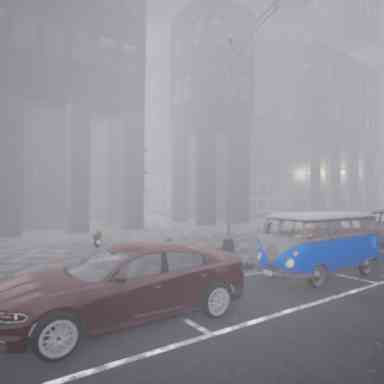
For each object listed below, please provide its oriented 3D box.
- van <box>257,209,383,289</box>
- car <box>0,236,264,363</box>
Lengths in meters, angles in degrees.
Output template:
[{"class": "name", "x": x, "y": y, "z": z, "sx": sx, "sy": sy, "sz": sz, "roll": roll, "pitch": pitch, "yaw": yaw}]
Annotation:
[{"class": "van", "x": 3.532, "y": 1.429, "z": 9.158, "sx": 3.998, "sy": 1.788, "sz": 1.690, "roll": 1, "pitch": 0, "yaw": -35}, {"class": "car", "x": -1.046, "y": 1.571, "z": 5.898, "sx": 4.507, "sy": 1.381, "sz": 1.887, "roll": 1, "pitch": 0, "yaw": -35}]
